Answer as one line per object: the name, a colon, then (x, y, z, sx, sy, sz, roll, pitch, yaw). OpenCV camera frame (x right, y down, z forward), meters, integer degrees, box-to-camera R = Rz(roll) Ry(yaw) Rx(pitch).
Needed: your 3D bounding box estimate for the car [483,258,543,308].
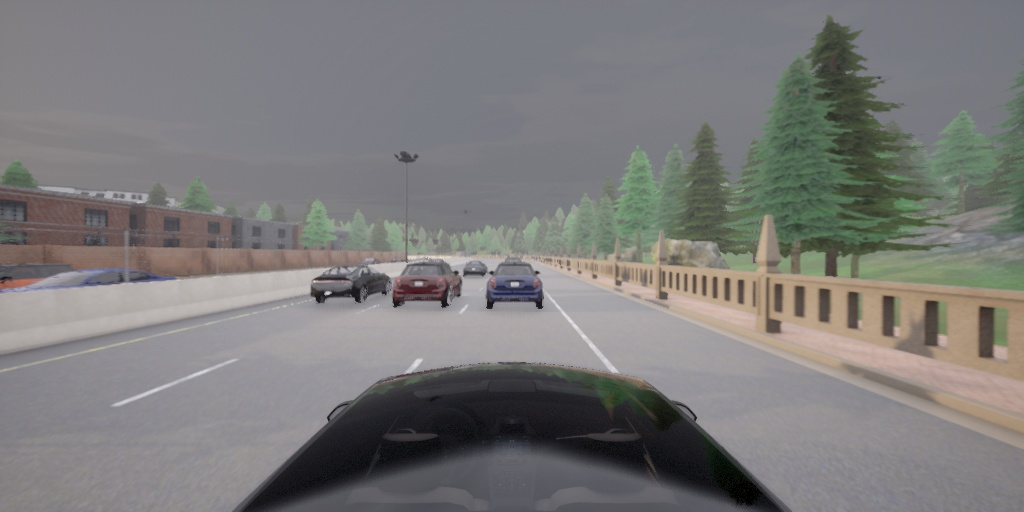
car: (0.100, 1.028, 14.932, 2.097, 1.767, 4.553, 0, 0, 0)

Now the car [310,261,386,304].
car: (-6.900, 1.164, 15.870, 2.128, 1.511, 4.902, 0, 0, 0)

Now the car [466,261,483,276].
car: (-3.399, 1.137, 33.763, 1.994, 1.385, 4.181, 0, 0, 0)

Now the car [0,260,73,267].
car: (-17.600, 1.044, 12.198, 2.097, 1.767, 4.553, 0, 0, 0)

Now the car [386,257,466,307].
car: (-3.400, 1.027, 15.194, 2.097, 1.767, 4.553, 0, 0, 0)

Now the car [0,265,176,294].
car: (-14.100, 1.171, 11.974, 1.882, 1.535, 5.008, 0, 0, 0)

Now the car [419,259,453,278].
car: (-6.900, 1.069, 33.022, 2.128, 1.511, 4.902, 0, 0, 0)

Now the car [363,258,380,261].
car: (-21.056, 0.988, 53.631, 1.812, 1.442, 4.674, 0, 0, 0)
